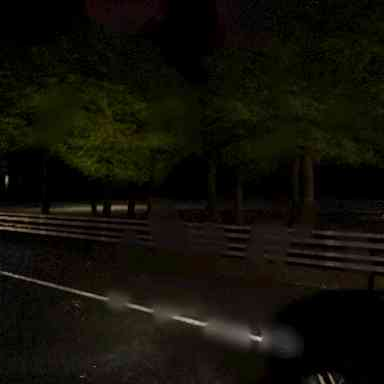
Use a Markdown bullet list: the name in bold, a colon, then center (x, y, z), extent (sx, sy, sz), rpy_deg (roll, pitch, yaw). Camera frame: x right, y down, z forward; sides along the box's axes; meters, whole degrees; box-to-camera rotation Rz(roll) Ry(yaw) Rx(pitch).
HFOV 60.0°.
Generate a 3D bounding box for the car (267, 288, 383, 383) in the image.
- **car**: center (3.158, 1.503, 2.900), extent (5.008, 1.535, 1.882), rpy_deg (0, -1, 35)
